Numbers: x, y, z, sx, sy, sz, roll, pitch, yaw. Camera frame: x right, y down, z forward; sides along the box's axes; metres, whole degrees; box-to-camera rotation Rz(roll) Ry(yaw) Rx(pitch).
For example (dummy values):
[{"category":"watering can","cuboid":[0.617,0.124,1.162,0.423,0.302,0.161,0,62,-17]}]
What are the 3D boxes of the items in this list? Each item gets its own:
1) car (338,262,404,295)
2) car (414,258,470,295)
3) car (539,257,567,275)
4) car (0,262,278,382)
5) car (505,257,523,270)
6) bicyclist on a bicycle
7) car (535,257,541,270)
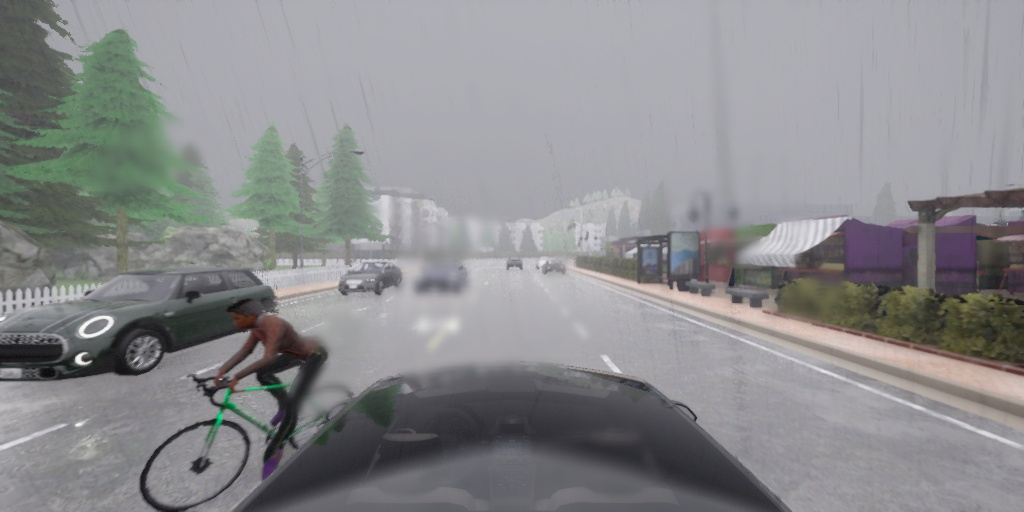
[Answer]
[{"category":"car","cuboid":[-6.997,1.060,18.284,2.128,1.511,4.902,0,1,0]},{"category":"car","cuboid":[-3.427,0.921,18.296,2.097,1.767,4.553,0,1,1]},{"category":"car","cuboid":[3.769,1.022,32.459,1.895,1.301,4.718,0,1,0]},{"category":"car","cuboid":[-7.068,1.038,7.302,2.097,1.767,4.553,0,1,0]},{"category":"car","cuboid":[0.267,0.817,42.447,1.837,1.490,4.892,0,1,-1]},{"category":"bicyclist on a bicycle","cuboid":[-2.194,1.186,3.230,0.582,1.620,1.656,1,1,38]},{"category":"car","cuboid":[3.844,0.838,42.606,1.812,1.442,4.674,0,0,0]}]
